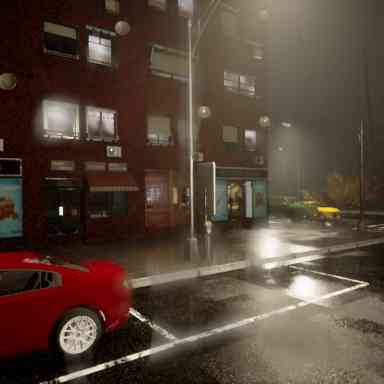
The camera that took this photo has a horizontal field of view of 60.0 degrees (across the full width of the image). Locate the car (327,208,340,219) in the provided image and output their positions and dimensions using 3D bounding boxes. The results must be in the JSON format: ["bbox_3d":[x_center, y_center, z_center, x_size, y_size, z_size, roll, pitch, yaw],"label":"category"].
[{"bbox_3d":[10.535,1.603,29.439,1.882,1.535,5.008,-1,1,-35],"label":"car"}]

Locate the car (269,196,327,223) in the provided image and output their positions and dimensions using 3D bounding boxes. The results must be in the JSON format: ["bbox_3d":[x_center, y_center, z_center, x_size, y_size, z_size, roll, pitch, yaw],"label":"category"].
[{"bbox_3d":[7.849,1.384,27.631,2.150,2.045,5.566,-1,1,-34],"label":"car"}]

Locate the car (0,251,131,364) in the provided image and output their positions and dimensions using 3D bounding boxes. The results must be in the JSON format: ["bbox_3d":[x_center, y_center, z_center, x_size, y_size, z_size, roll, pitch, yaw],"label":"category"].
[{"bbox_3d":[-3.055,1.545,4.395,4.507,1.381,1.887,0,-1,-35],"label":"car"}]
